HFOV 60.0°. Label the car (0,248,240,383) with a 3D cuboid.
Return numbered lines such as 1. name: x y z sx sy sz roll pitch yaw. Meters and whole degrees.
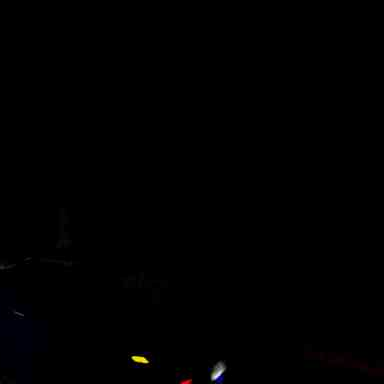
1. car: -1.620 1.519 4.535 4.674 1.442 1.812 0 0 36
